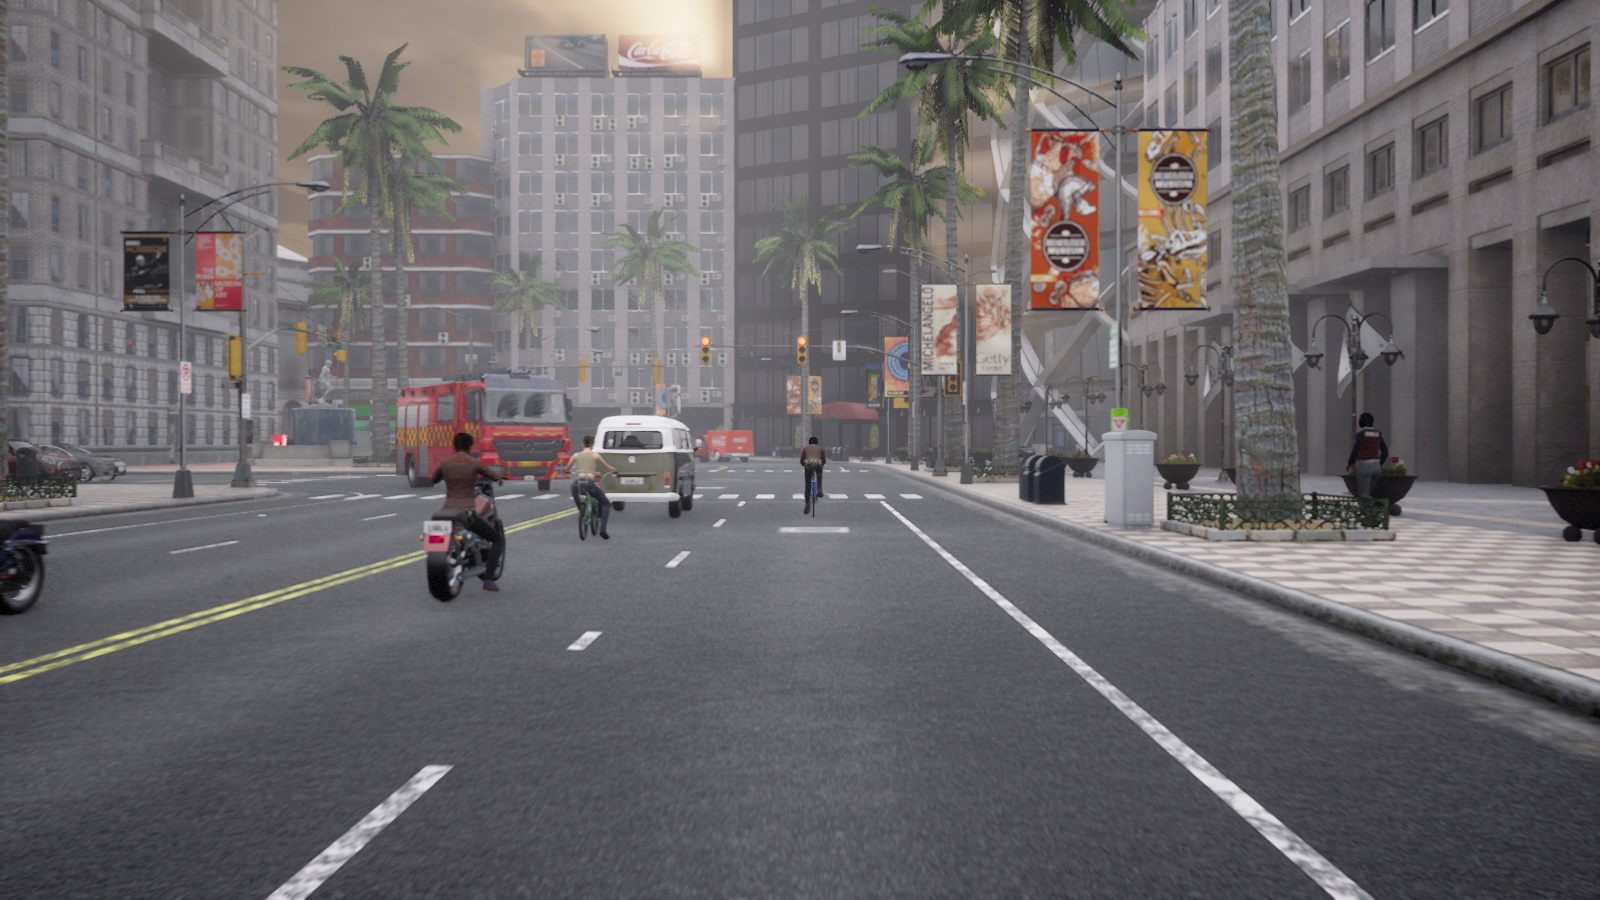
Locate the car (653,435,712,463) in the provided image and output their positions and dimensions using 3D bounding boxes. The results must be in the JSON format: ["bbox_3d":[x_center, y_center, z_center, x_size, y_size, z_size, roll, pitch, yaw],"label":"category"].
[{"bbox_3d":[-8.889,-0.076,94.621,2.150,2.045,5.566,0,0,-31],"label":"car"}]

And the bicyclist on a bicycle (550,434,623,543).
[{"bbox_3d":[-3.292,0.570,19.495,0.866,1.612,1.509,0,0,1],"label":"bicyclist on a bicycle"}]

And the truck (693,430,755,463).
[{"bbox_3d":[-5.883,-0.289,96.397,2.627,2.467,5.204,0,0,-32],"label":"truck"}]

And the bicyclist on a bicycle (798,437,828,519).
[{"bbox_3d":[0.267,0.555,25.673,0.582,1.620,1.656,0,0,1],"label":"bicyclist on a bicycle"}]

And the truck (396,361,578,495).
[{"bbox_3d":[-10.242,-0.654,40.261,2.891,3.827,8.468,0,0,-34],"label":"truck"}]

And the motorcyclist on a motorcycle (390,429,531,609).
[{"bbox_3d":[-3.349,0.622,12.637,0.766,1.649,2.350,0,0,1],"label":"motorcyclist on a motorcycle"}]

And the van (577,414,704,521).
[{"bbox_3d":[-3.222,0.319,26.227,2.069,2.038,4.480,0,0,0],"label":"van"}]

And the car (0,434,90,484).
[{"bbox_3d":[-28.532,0.324,45.363,4.553,1.767,2.097,0,0,1],"label":"car"}]

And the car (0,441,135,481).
[{"bbox_3d":[-28.899,0.402,48.862,4.902,1.511,2.128,0,0,0],"label":"car"}]

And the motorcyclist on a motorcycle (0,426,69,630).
[{"bbox_3d":[-6.874,0.635,9.958,0.766,1.649,2.350,0,0,1],"label":"motorcyclist on a motorcycle"}]

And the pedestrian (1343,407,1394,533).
[{"bbox_3d":[8.846,0.301,19.554,0.402,1.930,0.666,0,0,-13],"label":"pedestrian"}]
